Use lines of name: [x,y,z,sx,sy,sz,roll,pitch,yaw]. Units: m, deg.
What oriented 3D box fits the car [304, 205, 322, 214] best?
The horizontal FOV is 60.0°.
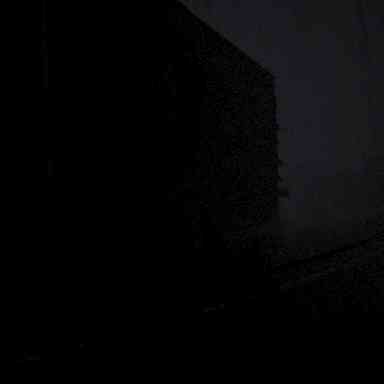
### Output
car: [22.352,3.162,60.619,2.097,1.767,4.553,-2,-3,-9]
